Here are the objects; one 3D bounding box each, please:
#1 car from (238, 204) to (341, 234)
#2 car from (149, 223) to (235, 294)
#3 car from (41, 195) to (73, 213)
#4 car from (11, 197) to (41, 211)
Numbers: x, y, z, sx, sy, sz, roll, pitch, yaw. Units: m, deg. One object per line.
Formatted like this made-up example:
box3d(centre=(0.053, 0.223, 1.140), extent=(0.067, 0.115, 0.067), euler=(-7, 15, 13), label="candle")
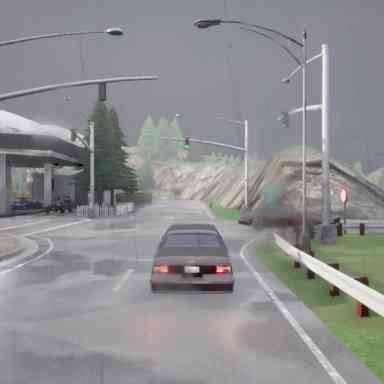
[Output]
box3d(centre=(5.179, 1.383, 18.126), extent=(5.357, 1.411, 2.033), euler=(-1, 0, 36), label="car")
box3d(centre=(0.003, 1.547, 8.940), extent=(2.033, 1.411, 5.357), euler=(0, 0, 0), label="car")
box3d(centre=(-14.519, 1.313, 36.524), extent=(1.905, 1.878, 3.866), euler=(0, 0, -1), label="car")
box3d(centre=(-20.224, 1.480, 40.803), extent=(2.242, 1.667, 4.611), euler=(0, 0, -1), label="car")
